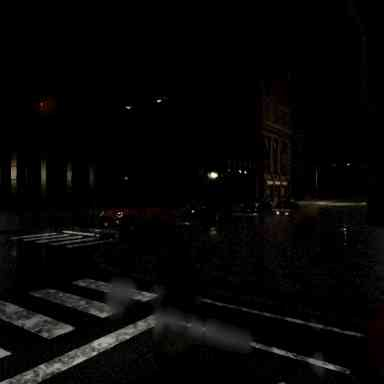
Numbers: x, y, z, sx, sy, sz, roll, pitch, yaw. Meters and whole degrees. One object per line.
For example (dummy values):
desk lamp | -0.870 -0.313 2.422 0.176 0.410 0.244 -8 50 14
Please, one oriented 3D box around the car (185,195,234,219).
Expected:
car | 1.697 1.256 29.781 2.150 2.045 5.566 0 0 36

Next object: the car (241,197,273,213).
car | 7.395 1.399 37.700 2.097 1.767 4.553 0 0 35

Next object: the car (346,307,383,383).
car | 3.564 1.221 1.149 5.566 2.045 2.150 0 0 36

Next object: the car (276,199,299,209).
car | 13.124 1.624 45.638 1.994 1.385 4.181 0 0 36

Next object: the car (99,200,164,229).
car | -3.904 1.376 21.953 2.097 1.767 4.553 0 0 35
